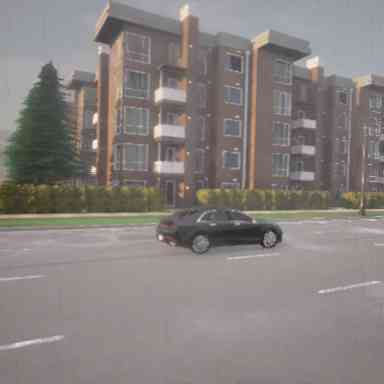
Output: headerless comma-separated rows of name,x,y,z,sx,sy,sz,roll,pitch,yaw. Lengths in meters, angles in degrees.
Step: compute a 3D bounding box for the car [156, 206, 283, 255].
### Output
car,1.109,1.283,12.118,4.892,1.490,1.837,1,1,-28
